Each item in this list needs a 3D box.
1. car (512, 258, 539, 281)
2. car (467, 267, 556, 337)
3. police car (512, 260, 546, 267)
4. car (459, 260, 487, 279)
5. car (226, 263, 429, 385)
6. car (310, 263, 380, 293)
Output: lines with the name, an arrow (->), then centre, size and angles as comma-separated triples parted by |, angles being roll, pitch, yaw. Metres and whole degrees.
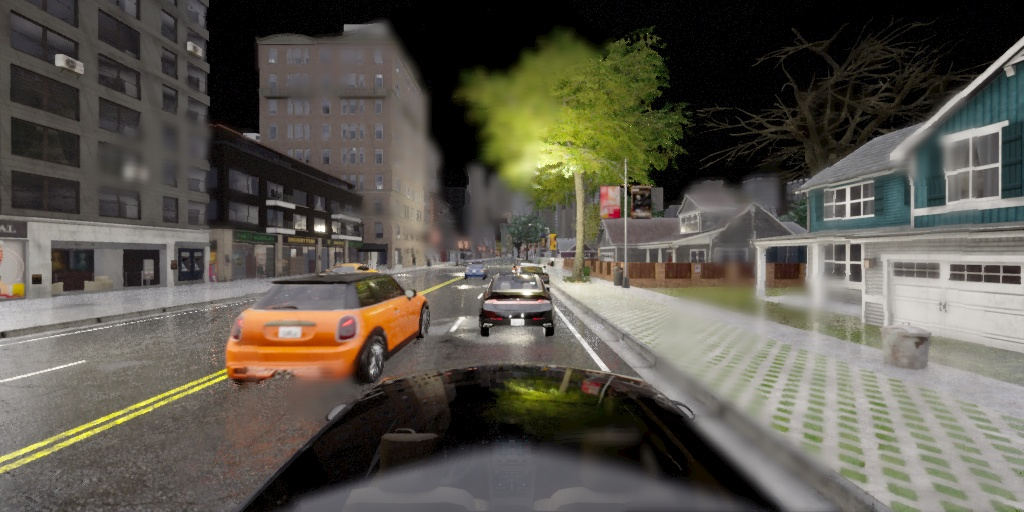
car -> 1.074, 1.081, 30.406 | 2.097, 1.767, 4.553 | 0, 0, 0
car -> 0.128, 1.239, 10.296 | 2.128, 1.511, 4.902 | 0, 0, 0
police car -> 1.040, 1.165, 20.545 | 1.930, 1.638, 5.238 | 0, 0, 0
car -> -3.046, 1.277, 31.590 | 2.033, 1.411, 5.357 | 0, 0, 0
car -> -3.133, 1.101, 7.208 | 2.097, 1.767, 4.553 | 0, 0, 0
car -> -9.780, 1.216, 21.506 | 1.882, 1.535, 5.008 | 0, 0, 0
